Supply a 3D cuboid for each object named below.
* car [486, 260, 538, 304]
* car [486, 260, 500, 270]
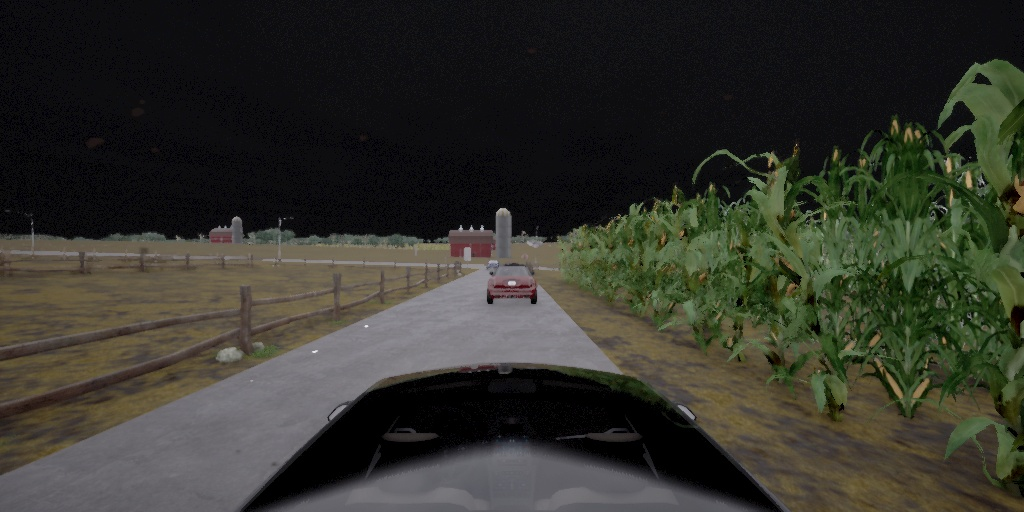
[{"bbox_3d":[0.000,1.108,16.485,2.097,1.767,4.553,0,0,0],"label":"car"},{"bbox_3d":[-2.749,1.324,53.555,1.812,1.442,4.674,0,0,0],"label":"car"}]
